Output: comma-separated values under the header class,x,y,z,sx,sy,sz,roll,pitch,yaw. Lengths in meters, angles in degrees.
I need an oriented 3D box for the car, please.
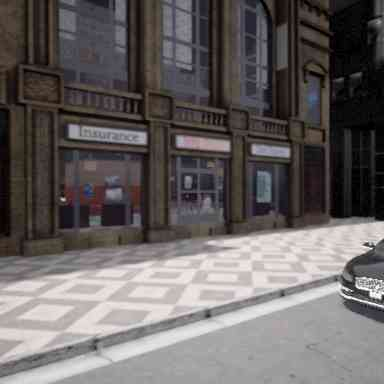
class,x,y,z,sx,sy,sz,roll,pitch,yaw
car,5.056,1.472,6.983,4.892,1.490,1.837,0,0,-35
